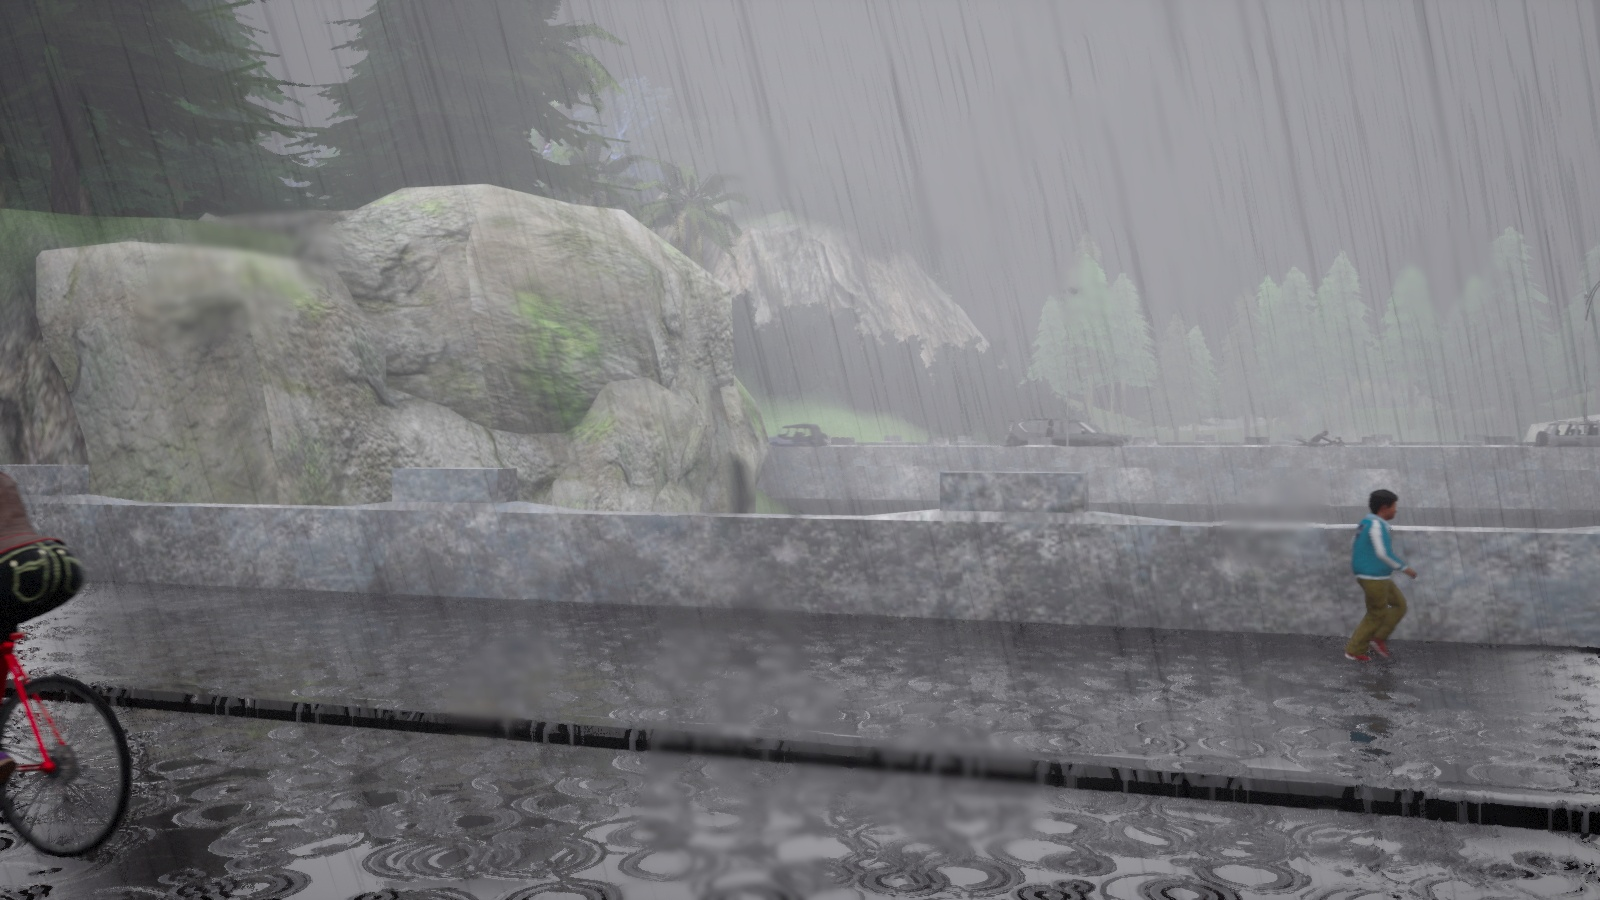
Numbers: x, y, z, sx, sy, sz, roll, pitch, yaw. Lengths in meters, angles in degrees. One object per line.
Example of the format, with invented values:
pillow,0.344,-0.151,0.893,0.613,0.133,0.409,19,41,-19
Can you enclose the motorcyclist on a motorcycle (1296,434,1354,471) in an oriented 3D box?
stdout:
motorcyclist on a motorcycle,22.025,0.099,52.768,2.191,1.530,0.866,0,1,19

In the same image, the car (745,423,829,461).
car,-0.664,-0.414,64.593,3.866,1.878,1.905,1,1,19

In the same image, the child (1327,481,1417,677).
child,3.622,0.803,7.967,0.448,1.192,0.343,0,1,13

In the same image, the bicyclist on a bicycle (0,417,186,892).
bicyclist on a bicycle,-3.240,0.690,4.807,1.656,1.620,0.582,0,1,19

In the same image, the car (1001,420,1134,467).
car,11.967,-0.309,56.136,5.566,2.045,2.150,1,1,19

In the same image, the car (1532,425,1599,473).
car,31.717,-0.033,49.514,4.605,1.855,1.932,1,1,19
